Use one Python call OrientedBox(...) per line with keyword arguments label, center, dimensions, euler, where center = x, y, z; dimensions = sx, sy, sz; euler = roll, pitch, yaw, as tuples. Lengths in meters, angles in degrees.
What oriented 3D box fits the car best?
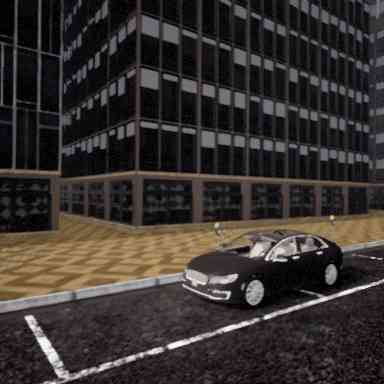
OrientedBox(label="car", center=(1.838, 1.596, 7.868), dimensions=(4.403, 1.369, 2.008), euler=(1, 0, -36))
